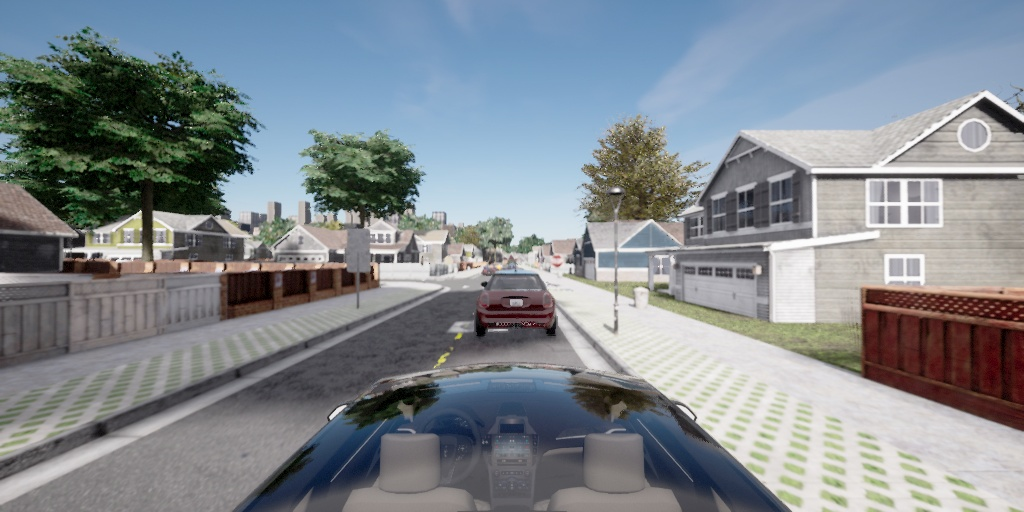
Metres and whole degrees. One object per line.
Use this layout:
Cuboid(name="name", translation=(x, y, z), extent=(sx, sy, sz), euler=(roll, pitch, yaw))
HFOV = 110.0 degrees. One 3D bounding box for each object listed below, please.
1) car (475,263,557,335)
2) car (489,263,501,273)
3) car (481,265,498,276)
Cuboid(name="car", translation=(0.100, 1.202, 11.024), extent=(2.097, 1.767, 4.553), euler=(0, -1, 0))
Cuboid(name="car", translation=(-2.833, 1.957, 60.291), extent=(1.882, 1.535, 5.008), euler=(0, -1, 0))
Cuboid(name="car", translation=(-2.853, 1.867, 46.876), extent=(1.994, 1.385, 4.181), euler=(0, -1, 0))
